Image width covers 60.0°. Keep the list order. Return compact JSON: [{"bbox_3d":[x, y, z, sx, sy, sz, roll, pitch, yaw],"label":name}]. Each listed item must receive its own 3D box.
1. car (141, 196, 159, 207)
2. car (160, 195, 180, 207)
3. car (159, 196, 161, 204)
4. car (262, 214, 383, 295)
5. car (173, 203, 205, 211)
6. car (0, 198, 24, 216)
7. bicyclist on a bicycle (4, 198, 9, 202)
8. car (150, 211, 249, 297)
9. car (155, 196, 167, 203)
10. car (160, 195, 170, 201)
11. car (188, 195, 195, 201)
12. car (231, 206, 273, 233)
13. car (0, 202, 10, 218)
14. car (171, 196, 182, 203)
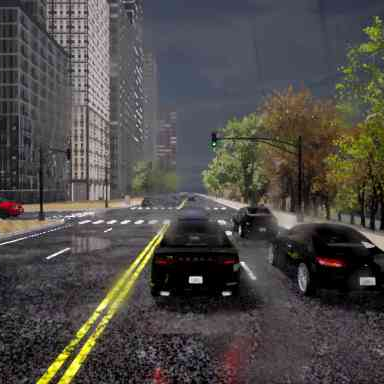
[{"bbox_3d":[-6.688,1.497,51.578,1.837,1.490,4.892,0,0,0],"label":"car"},{"bbox_3d":[-3.440,1.539,52.923,2.033,1.411,5.357,0,0,0],"label":"car"},{"bbox_3d":[-6.686,1.482,60.997,2.128,1.511,4.902,0,0,0],"label":"car"},{"bbox_3d":[3.315,1.524,8.605,1.812,1.442,4.674,0,0,0],"label":"car"},{"bbox_3d":[0.036,1.545,18.463,2.033,1.411,5.357,0,0,0],"label":"car"},{"bbox_3d":[-19.897,1.518,33.293,5.566,2.045,2.150,-1,1,0],"label":"car"},{"bbox_3d":[-24.735,1.578,44.161,0.582,1.620,1.656,-1,1,0],"label":"bicyclist on a bicycle"},{"bbox_3d":[0.074,1.476,8.645,1.882,1.535,5.008,0,0,0],"label":"car"},{"bbox_3d":[-6.638,1.530,71.496,2.033,1.411,5.357,0,0,0],"label":"car"},{"bbox_3d":[-6.657,1.530,82.032,2.033,1.411,5.357,0,0,0],"label":"car"},{"bbox_3d":[-0.163,1.531,84.399,2.033,1.411,5.357,0,0,0],"label":"car"},{"bbox_3d":[3.290,1.502,17.874,1.837,1.490,4.892,0,0,0],"label":"car"},{"bbox_3d":[-19.354,1.881,30.044,4.181,1.385,1.994,-1,1,0],"label":"car"},{"bbox_3d":[-3.392,1.529,73.415,2.033,1.411,5.357,0,0,0],"label":"car"}]
